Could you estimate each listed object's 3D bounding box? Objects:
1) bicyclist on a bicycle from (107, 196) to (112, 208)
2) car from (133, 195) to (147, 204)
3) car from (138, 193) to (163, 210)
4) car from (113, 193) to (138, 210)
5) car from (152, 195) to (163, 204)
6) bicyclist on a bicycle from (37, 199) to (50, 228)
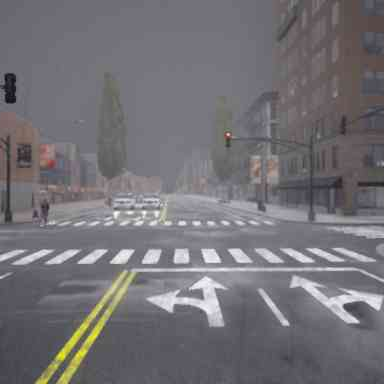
[{"bbox_3d":[-11.052,1.383,44.600,0.582,1.620,1.656,0,0,-2],"label":"bicyclist on a bicycle"},{"bbox_3d":[-9.675,1.404,62.513,2.128,1.511,4.902,0,0,-4],"label":"car"},{"bbox_3d":[-5.092,1.153,41.752,2.150,2.045,5.566,0,0,-4],"label":"car"},{"bbox_3d":[-8.326,1.151,41.356,2.150,2.045,5.566,0,1,-4],"label":"car"},{"bbox_3d":[-6.347,1.416,61.399,1.837,1.490,4.892,0,0,-4],"label":"car"},{"bbox_3d":[-9.270,1.330,20.767,0.659,1.776,1.843,0,0,-3],"label":"bicyclist on a bicycle"}]
